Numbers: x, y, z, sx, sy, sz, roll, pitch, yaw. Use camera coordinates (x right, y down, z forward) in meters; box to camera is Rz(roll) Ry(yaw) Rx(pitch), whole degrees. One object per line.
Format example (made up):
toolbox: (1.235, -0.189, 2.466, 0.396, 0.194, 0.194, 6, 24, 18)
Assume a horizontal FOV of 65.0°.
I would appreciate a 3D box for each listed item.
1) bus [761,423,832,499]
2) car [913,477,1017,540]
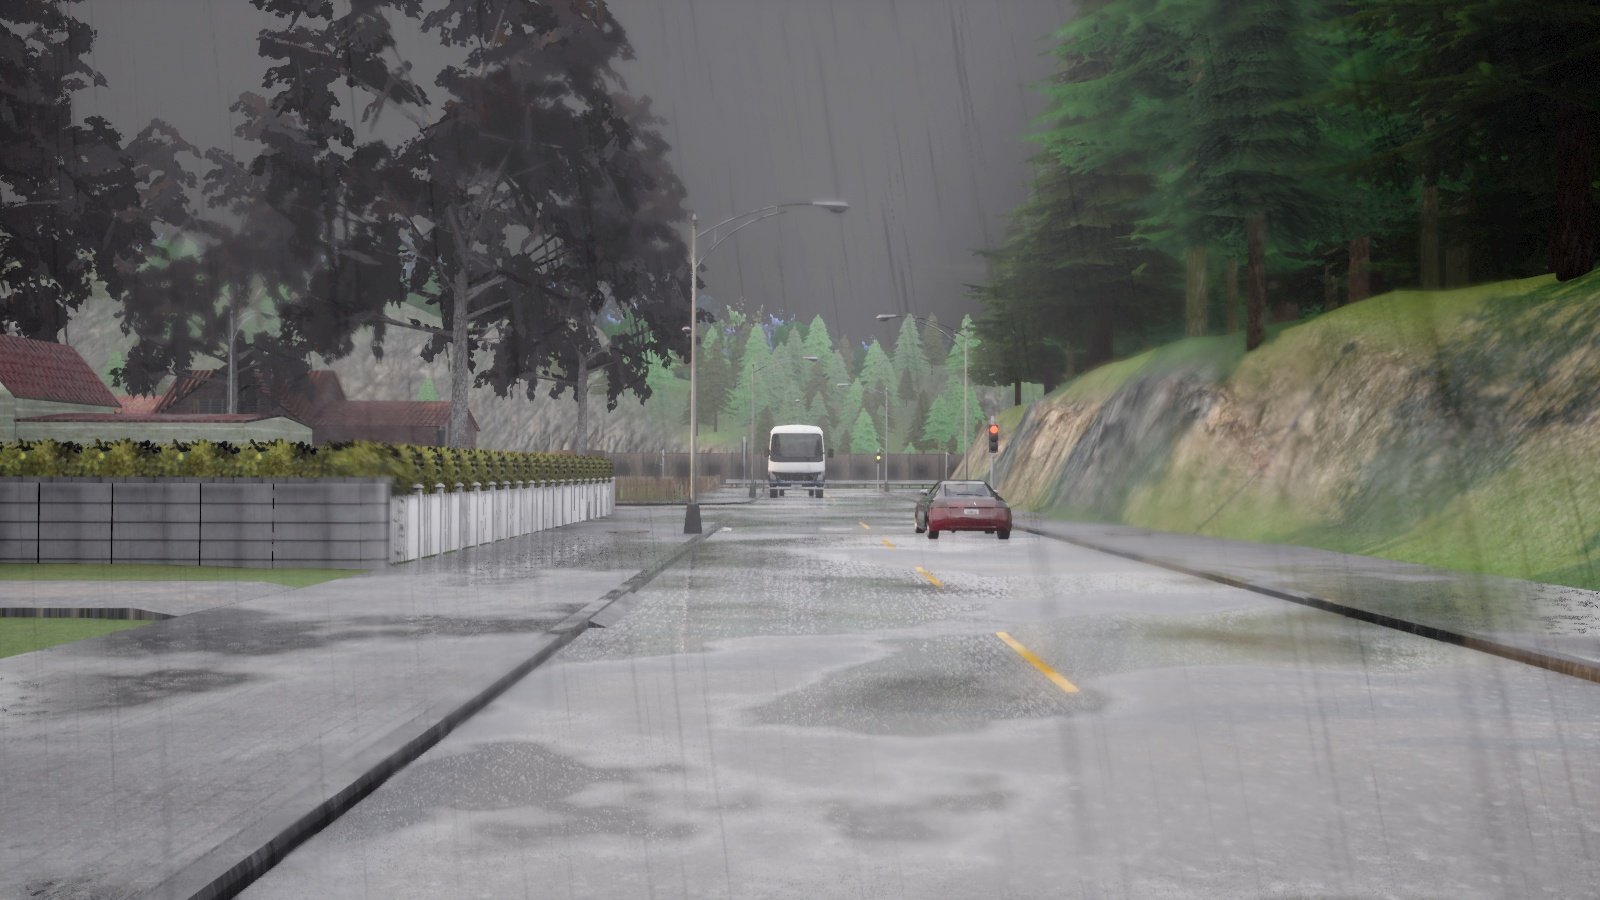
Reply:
bus: (-0.192, 0.698, 75.175, 3.944, 4.253, 10.273, 0, -1, 0)
car: (3.919, 1.374, 30.520, 1.994, 1.385, 4.181, 0, -1, 0)
